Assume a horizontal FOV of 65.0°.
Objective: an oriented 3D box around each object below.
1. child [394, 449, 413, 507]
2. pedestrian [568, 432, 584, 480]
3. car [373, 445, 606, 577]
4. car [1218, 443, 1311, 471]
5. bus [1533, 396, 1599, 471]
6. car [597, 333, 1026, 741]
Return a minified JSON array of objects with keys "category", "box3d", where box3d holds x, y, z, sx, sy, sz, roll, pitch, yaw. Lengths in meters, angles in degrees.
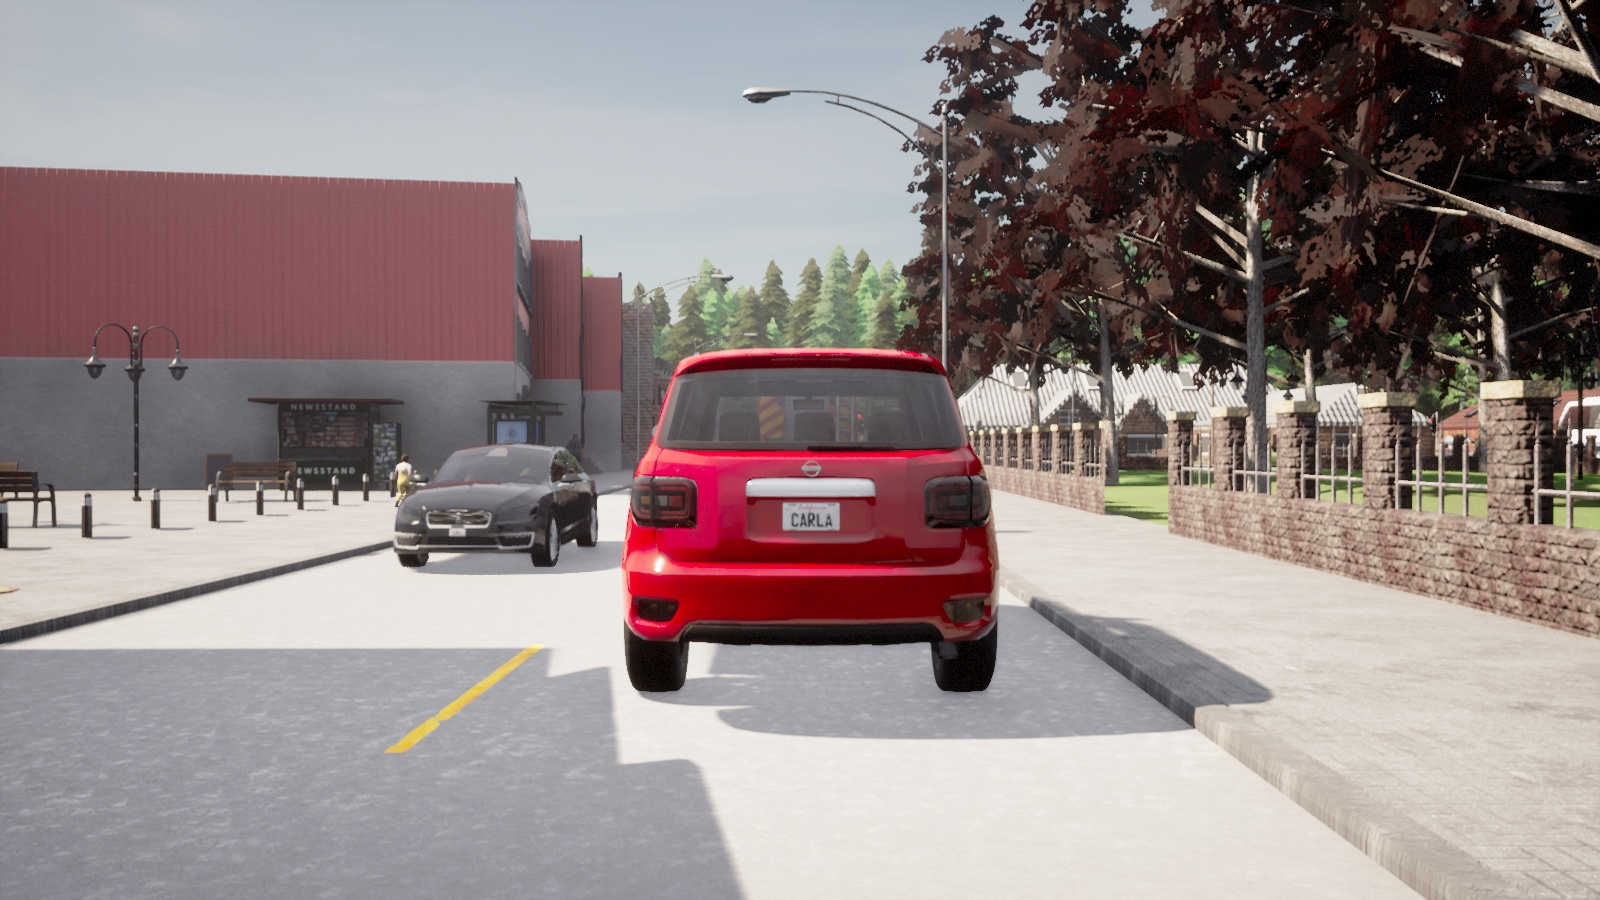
[{"category":"child","box3d":[-8.732,0.605,27.689,0.270,1.263,0.437,0,0,1]},{"category":"pedestrian","box3d":[-8.624,0.232,48.379,0.540,1.848,0.694,0,0,-3]},{"category":"car","box3d":[-3.889,0.674,16.643,1.837,1.490,4.892,0,0,0]},{"category":"car","box3d":[26.318,0.395,71.267,4.514,1.525,2.007,0,0,-1]},{"category":"bus","box3d":[48.154,-0.912,71.625,3.944,4.253,10.273,2,-1,-31]},{"category":"car","box3d":[0.066,0.425,9.080,2.150,2.045,5.566,0,0,0]}]
